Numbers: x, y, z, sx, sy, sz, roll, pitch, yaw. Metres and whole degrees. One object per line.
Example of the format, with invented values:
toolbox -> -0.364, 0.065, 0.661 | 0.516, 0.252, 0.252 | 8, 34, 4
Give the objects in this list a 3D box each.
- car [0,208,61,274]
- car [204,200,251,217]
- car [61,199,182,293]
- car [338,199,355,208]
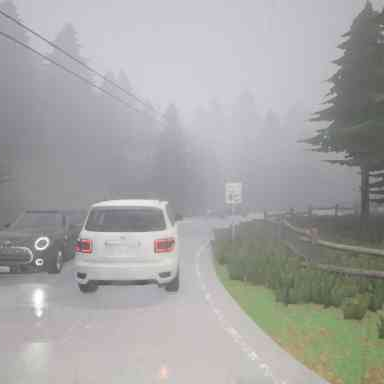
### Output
car -> -4.536, 1.320, 10.483 | 2.097, 1.767, 4.553 | 0, 0, 4
car -> 3.087, 1.433, 28.633 | 4.902, 1.511, 2.128 | 0, 0, -44
car -> -1.435, 1.200, 9.002 | 2.150, 2.045, 5.566 | 0, 0, -3
car -> 17.895, 1.453, 35.982 | 4.902, 1.511, 2.128 | 0, 0, -32
